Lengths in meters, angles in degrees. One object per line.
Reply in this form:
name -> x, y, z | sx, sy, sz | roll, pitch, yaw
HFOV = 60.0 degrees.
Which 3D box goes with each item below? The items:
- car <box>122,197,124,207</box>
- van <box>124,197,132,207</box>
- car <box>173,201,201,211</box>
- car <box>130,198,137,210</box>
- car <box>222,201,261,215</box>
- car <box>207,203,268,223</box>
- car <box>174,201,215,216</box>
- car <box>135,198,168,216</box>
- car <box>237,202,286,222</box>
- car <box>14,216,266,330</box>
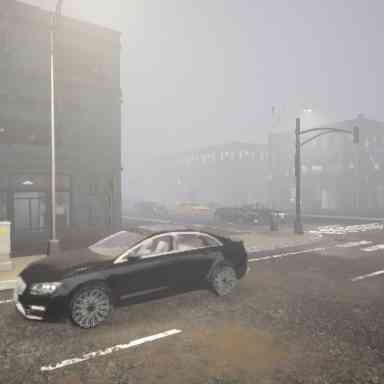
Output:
car -> -13.619, 1.939, 65.381 | 2.192, 1.841, 5.009 | -1, 0, -35
van -> -10.412, 1.906, 60.869 | 1.690, 1.788, 3.998 | -1, 0, -35
car -> -0.788, 1.965, 47.333 | 1.802, 1.307, 4.206 | -2, 0, -35
car -> -6.088, 1.930, 44.831 | 1.882, 1.535, 5.008 | -1, 0, -35
car -> 5.623, 1.809, 38.309 | 2.008, 1.369, 4.403 | -2, 0, -35
car -> 3.526, 1.814, 26.583 | 1.947, 1.339, 4.313 | -1, 0, -35
car -> -0.095, 1.814, 36.381 | 1.882, 1.535, 5.008 | -1, 0, -36
car -> -4.416, 1.846, 37.965 | 1.967, 1.590, 4.097 | -1, 0, -35
car -> 5.702, 1.713, 28.216 | 2.128, 1.511, 4.902 | -1, 0, -35
car -> -0.953, 1.492, 6.995 | 4.902, 1.511, 2.128 | 0, 0, -35
